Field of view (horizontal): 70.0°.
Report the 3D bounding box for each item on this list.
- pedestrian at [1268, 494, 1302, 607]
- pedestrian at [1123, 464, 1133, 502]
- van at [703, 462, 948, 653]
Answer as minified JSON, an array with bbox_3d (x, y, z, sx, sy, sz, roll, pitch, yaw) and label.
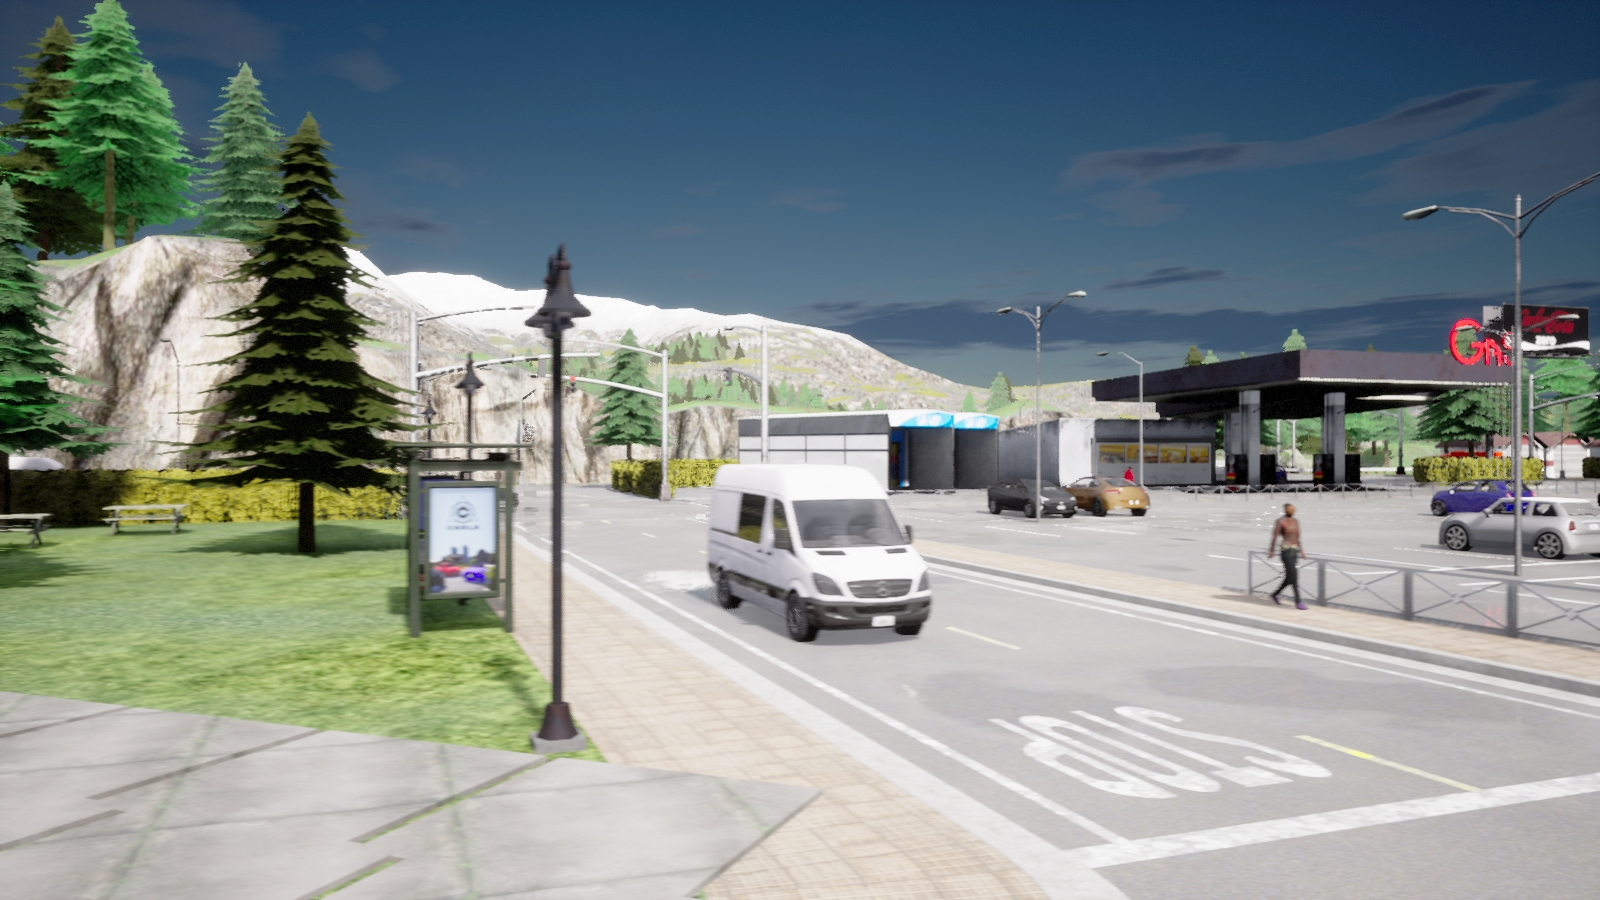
[{"bbox_3d":[8.126,1.674,19.142,0.375,1.860,0.375,0,0,-20],"label":"pedestrian"},{"bbox_3d":[16.464,1.648,57.347,0.375,1.860,0.375,0,0,-19],"label":"pedestrian"},{"bbox_3d":[0.160,1.519,18.872,1.988,2.561,5.915,0,0,-21],"label":"van"}]
